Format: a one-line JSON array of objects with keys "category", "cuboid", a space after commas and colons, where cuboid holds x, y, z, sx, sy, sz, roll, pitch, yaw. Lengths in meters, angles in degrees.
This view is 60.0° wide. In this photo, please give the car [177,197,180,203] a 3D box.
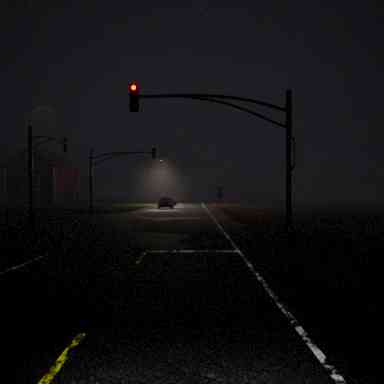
[{"category": "car", "cuboid": [-3.487, 1.477, 55.064, 1.812, 1.442, 4.674, 0, 0, 1]}]

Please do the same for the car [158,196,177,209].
[{"category": "car", "cuboid": [-3.513, 1.443, 45.201, 1.882, 1.535, 5.008, 0, 0, 0]}]

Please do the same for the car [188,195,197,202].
[{"category": "car", "cuboid": [0.131, 1.388, 76.982, 1.882, 1.535, 5.008, 0, 0, 0]}]

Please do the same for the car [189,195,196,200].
[{"category": "car", "cuboid": [0.147, 1.440, 86.669, 1.994, 1.385, 4.181, 0, 0, 0]}]

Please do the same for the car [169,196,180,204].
[{"category": "car", "cuboid": [-3.433, 1.536, 64.992, 1.895, 1.301, 4.718, 0, 0, 1]}]
